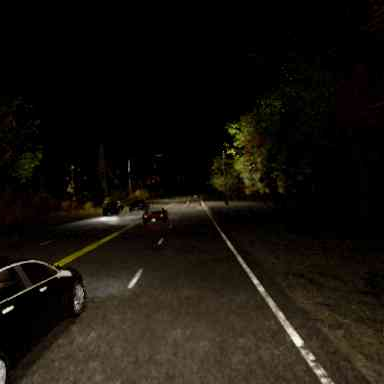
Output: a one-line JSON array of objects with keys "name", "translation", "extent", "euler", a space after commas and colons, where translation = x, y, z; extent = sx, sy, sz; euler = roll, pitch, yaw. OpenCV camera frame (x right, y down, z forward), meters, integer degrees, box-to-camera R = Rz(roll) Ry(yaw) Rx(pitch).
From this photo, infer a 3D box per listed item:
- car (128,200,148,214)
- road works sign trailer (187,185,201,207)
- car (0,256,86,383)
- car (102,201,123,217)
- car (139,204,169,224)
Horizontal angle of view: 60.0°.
[{"name": "car", "translation": [-6.365, 1.693, 40.173], "extent": [1.812, 1.442, 4.674], "euler": [-1, 0, 1]}, {"name": "road works sign trailer", "translation": [0.373, 0.682, 58.826], "extent": [2.380, 3.560, 2.880], "euler": [-3, 0, 1]}, {"name": "car", "translation": [-3.177, 1.778, 5.152], "extent": [1.837, 1.490, 4.892], "euler": [-3, -1, 0]}, {"name": "car", "translation": [-9.789, 1.988, 41.259], "extent": [2.128, 1.511, 4.902], "euler": [-4, 8, -1]}, {"name": "car", "translation": [-3.039, 1.938, 28.590], "extent": [1.895, 1.301, 4.718], "euler": [-3, 0, 0]}]
